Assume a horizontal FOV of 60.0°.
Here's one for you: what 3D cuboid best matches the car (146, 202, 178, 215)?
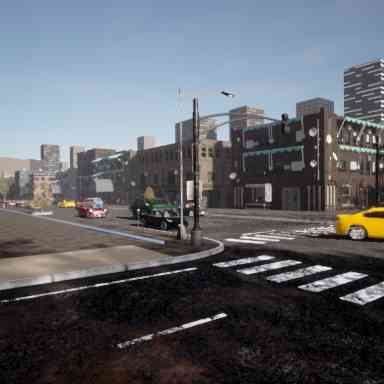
[{"bbox_3d":[-3.546,1.904,39.173,1.802,1.307,4.206,-2,0,-37],"label":"car"}]

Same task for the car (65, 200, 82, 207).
[{"bbox_3d":[-23.448,2.227,65.760,1.887,1.381,4.507,-1,0,-37],"label":"car"}]

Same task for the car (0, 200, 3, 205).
[{"bbox_3d":[-43.423,2.546,78.462,2.008,1.369,4.403,-1,0,-37],"label":"car"}]

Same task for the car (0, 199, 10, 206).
[{"bbox_3d":[-46.740,2.597,82.893,1.887,1.381,4.507,-1,0,-37],"label":"car"}]

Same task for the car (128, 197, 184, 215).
[{"bbox_3d":[-3.363,1.511,29.293,2.150,2.045,5.566,-1,0,-36],"label":"car"}]

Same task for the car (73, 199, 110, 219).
[{"bbox_3d":[-10.257,1.846,34.149,1.967,1.590,4.097,-2,0,-37],"label":"car"}]

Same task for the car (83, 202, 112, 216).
[{"bbox_3d":[-11.507,2.007,40.179,1.994,1.385,4.181,-1,0,-37],"label":"car"}]

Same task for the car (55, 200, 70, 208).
[{"bbox_3d":[-22.969,2.141,60.813,1.882,1.535,5.008,-1,0,-37],"label":"car"}]

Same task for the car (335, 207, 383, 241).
[{"bbox_3d":[9.255,1.470,15.222,5.008,1.535,1.882,0,0,32],"label":"car"}]

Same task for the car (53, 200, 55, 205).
[{"bbox_3d":[-30.081,2.363,74.623,1.947,1.339,4.313,-1,0,-37],"label":"car"}]

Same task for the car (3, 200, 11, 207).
[{"bbox_3d":[-40.109,2.379,74.030,1.967,1.590,4.097,-1,0,-37],"label":"car"}]

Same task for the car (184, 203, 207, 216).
[{"bbox_3d":[-0.230,1.809,34.742,2.008,1.369,4.403,-2,0,-37],"label":"car"}]

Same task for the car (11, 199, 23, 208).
[{"bbox_3d":[-33.473,2.375,65.169,2.008,1.369,4.403,-1,0,-37],"label":"car"}]

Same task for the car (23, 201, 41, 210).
[{"bbox_3d":[-26.737,2.232,56.169,1.752,1.417,4.829,-1,0,-37],"label":"car"}]

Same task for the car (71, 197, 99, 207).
[{"bbox_3d":[-16.953,1.909,52.775,2.097,1.767,4.553,-1,0,-37],"label":"car"}]

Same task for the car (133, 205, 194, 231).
[{"bbox_3d":[-2.036,1.815,22.968,1.947,1.339,4.313,-2,0,-37],"label":"car"}]

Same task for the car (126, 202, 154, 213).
[{"bbox_3d":[-6.862,1.966,43.604,1.802,1.307,4.206,-2,0,-37],"label":"car"}]
